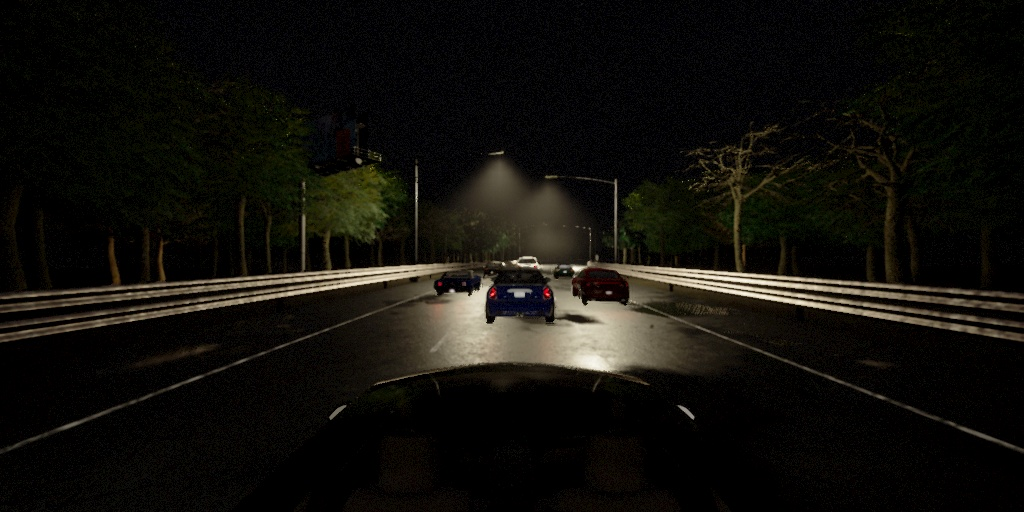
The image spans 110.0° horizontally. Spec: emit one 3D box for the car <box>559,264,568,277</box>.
[{"bbox_3d":[5.257,1.533,36.380,1.994,1.385,4.181,0,0,5],"label":"car"}]

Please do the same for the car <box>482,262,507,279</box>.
[{"bbox_3d":[-1.710,1.450,37.081,1.882,1.535,5.008,0,0,5],"label":"car"}]

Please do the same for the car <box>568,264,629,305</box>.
[{"bbox_3d":[3.960,1.320,16.692,1.882,1.535,5.008,0,0,2],"label":"car"}]

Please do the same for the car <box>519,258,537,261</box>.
[{"bbox_3d":[1.606,1.178,34.967,2.150,2.045,5.566,0,-1,5],"label":"car"}]

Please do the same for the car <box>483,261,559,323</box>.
[{"bbox_3d":[0.299,1.167,12.566,2.097,1.767,4.553,0,0,2],"label":"car"}]

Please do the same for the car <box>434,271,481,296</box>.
[{"bbox_3d":[-2.894,1.464,20.267,1.895,1.301,4.718,0,0,3],"label":"car"}]
